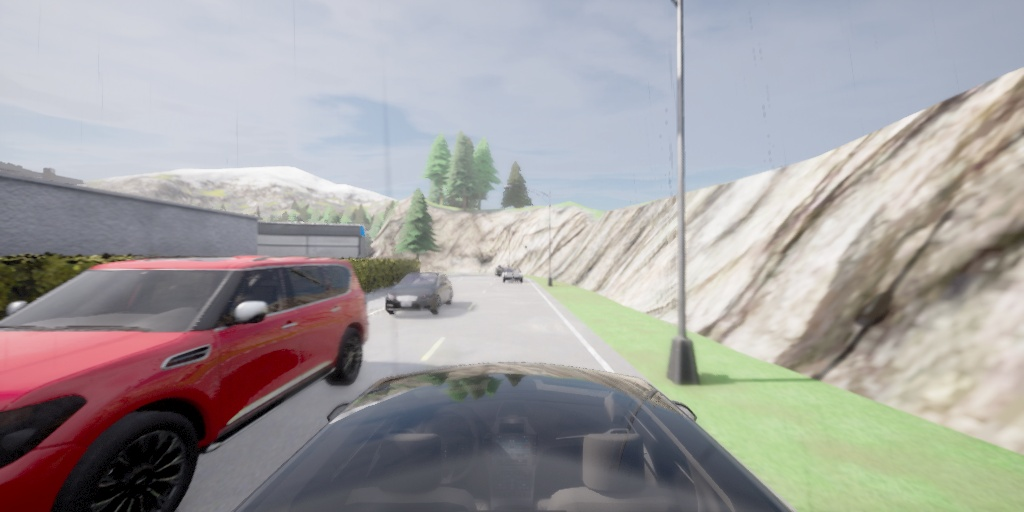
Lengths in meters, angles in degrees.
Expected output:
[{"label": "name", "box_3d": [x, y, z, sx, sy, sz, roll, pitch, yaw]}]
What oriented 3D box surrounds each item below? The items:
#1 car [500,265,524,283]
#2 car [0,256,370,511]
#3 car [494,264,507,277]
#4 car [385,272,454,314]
[{"label": "car", "box_3d": [0.027, 1.747, 33.093, 1.895, 1.301, 4.718, 0, -1, -2]}, {"label": "car", "box_3d": [-3.598, 1.003, 4.227, 2.150, 2.045, 5.566, 0, -1, 0]}, {"label": "car", "box_3d": [-1.094, 1.781, 44.386, 2.128, 1.511, 4.902, 0, -1, -9]}, {"label": "car", "box_3d": [-3.587, 1.404, 14.626, 2.128, 1.511, 4.902, 0, -1, 0]}]
